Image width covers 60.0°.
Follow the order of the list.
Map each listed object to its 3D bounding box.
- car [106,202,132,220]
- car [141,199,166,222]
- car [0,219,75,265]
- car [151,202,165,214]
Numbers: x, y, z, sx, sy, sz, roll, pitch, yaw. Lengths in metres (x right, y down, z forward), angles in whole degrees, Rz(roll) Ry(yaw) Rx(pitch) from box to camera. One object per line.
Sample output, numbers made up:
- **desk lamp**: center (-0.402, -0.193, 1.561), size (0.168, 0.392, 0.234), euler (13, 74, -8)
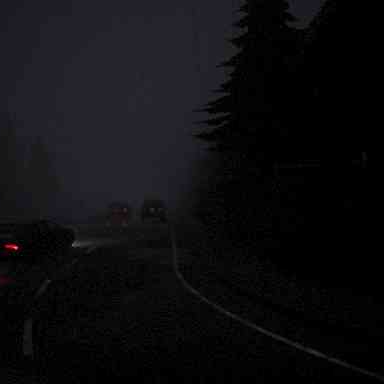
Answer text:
- **car**: center (-7.367, 1.842, 34.108), size (2.097, 1.767, 4.553), euler (1, -1, -4)
- **car**: center (-3.728, 1.726, 32.205), size (2.150, 2.045, 5.566), euler (1, -1, -4)
- **car**: center (-5.956, 1.687, 12.155), size (2.033, 1.411, 5.357), euler (1, -1, -2)
- **car**: center (-4.865, 2.258, 48.015), size (1.837, 1.490, 4.892), euler (1, -1, -4)
